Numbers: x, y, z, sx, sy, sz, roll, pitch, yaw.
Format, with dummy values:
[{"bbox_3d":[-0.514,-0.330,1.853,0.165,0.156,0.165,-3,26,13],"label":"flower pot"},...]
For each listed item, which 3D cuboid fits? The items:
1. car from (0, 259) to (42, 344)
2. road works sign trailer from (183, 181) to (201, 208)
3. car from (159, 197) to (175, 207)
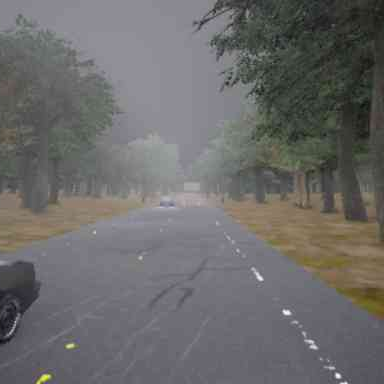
[{"bbox_3d":[-3.599,1.535,3.622,2.033,1.411,5.357,0,0,0],"label":"car"},{"bbox_3d":[-0.011,0.325,45.657,2.380,3.560,2.880,0,0,0],"label":"road works sign trailer"},{"bbox_3d":[-3.568,1.381,47.638,1.812,1.442,4.674,0,0,0],"label":"car"}]
